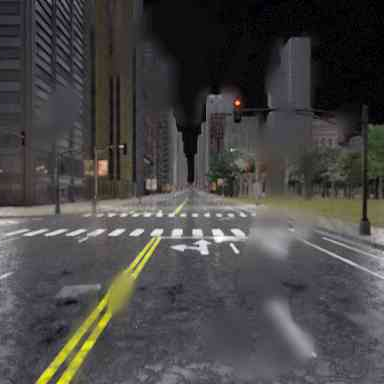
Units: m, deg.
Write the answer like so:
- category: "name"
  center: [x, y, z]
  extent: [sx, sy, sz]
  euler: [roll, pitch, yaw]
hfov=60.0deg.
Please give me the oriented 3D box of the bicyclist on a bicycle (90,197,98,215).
- category: "bicyclist on a bicycle"
  center: [-8.751, 1.263, 29.747]
  extent: [0.582, 1.620, 1.656]
  euler: [0, 0, 0]

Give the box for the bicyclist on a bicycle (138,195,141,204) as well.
- category: "bicyclist on a bicycle"
  center: [-8.754, 1.323, 55.650]
  extent: [0.582, 1.620, 1.656]
  euler: [0, 0, 0]
